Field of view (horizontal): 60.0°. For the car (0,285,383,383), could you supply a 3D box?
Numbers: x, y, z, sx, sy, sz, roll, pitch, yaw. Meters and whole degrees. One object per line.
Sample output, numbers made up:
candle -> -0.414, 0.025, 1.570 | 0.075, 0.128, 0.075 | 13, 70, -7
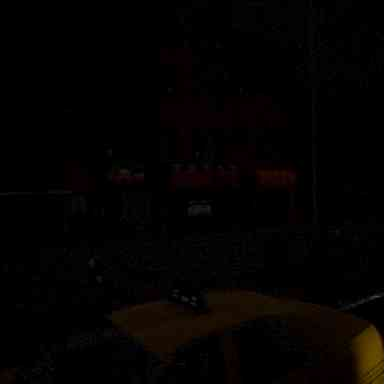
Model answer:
car -> -0.240, 1.526, 2.663 | 4.829, 1.417, 1.752 | 0, -1, -35
